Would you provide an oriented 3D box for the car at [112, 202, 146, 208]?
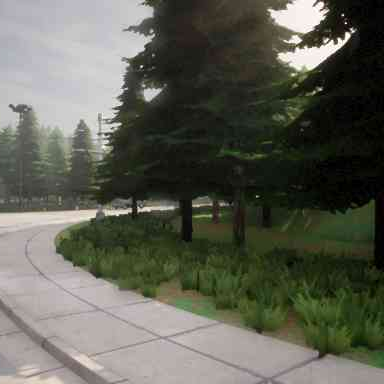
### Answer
[{"bbox_3d":[-8.181,1.492,43.600,2.128,1.511,4.902,0,0,37],"label":"car"}]
